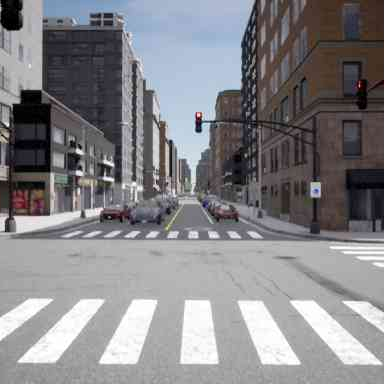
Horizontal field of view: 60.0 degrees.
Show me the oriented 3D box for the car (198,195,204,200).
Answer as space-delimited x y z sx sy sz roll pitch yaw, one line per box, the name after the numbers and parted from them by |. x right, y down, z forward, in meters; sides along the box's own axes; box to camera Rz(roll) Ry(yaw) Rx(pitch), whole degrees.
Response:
2.514 1.552 94.238 1.752 1.417 4.829 1 0 0 | car

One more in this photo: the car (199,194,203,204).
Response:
2.594 1.322 48.681 2.192 1.841 5.009 1 0 0 | car

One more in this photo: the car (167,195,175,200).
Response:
-6.012 1.571 94.056 1.887 1.381 4.507 1 0 0 | car

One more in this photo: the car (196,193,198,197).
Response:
2.542 1.546 77.218 1.752 1.417 4.829 1 0 0 | car

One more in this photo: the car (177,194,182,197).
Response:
-3.146 1.501 54.077 2.128 1.511 4.902 0 0 0 | car

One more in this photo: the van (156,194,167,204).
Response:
-5.961 1.356 65.692 1.690 1.788 3.998 1 0 0 | van

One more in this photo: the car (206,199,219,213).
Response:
2.621 1.585 31.661 1.802 1.307 4.206 1 0 0 | car

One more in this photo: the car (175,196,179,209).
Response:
-3.159 1.570 43.844 1.994 1.385 4.181 0 0 1 | car

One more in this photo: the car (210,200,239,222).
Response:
2.631 1.584 25.987 1.802 1.307 4.206 1 0 0 | car

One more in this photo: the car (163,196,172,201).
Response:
-5.993 1.589 82.711 1.947 1.339 4.313 1 0 0 | car

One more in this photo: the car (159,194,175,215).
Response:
-3.156 1.356 33.900 2.097 1.767 4.553 0 0 0 | car

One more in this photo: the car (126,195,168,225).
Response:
-3.138 1.354 24.079 2.097 1.767 4.553 0 0 0 | car

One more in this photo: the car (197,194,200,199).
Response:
2.552 1.583 71.374 1.947 1.339 4.313 1 0 0 | car

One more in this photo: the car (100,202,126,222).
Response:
-5.894 1.547 25.982 1.887 1.381 4.507 1 0 0 | car

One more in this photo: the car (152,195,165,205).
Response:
-5.952 1.452 60.019 1.967 1.590 4.097 1 0 0 | car

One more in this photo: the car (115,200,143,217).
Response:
-5.904 1.548 31.655 1.887 1.381 4.507 1 0 0 | car

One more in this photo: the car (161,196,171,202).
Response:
-5.983 1.571 77.037 2.008 1.369 4.403 1 0 0 | car

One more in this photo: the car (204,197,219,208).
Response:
2.611 1.586 37.334 1.802 1.307 4.206 1 0 0 | car

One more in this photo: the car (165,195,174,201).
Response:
-6.003 1.591 88.384 1.947 1.339 4.313 1 0 0 | car

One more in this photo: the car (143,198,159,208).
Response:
-5.934 1.589 48.674 1.802 1.307 4.206 1 0 0 | car

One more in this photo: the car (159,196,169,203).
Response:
-5.973 1.599 71.364 1.802 1.307 4.206 1 0 0 | car

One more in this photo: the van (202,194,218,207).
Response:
2.604 1.347 43.008 1.690 1.788 3.998 1 0 0 | van
